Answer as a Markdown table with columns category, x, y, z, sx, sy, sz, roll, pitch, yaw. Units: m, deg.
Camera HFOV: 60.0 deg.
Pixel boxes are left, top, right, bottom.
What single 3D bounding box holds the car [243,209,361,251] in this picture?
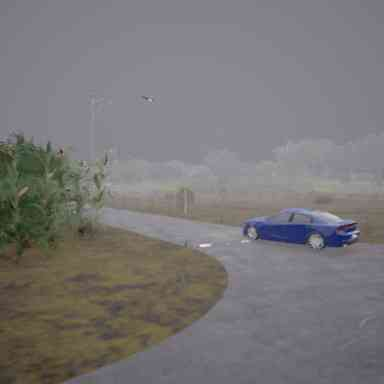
| category | x | y | z | sx | sy | sz | roll | pitch | yaw |
| --- | --- | --- | --- | --- | --- | --- | --- | --- | --- |
| car | 4.450 | 1.469 | 14.259 | 1.882 | 1.535 | 5.008 | -4 | 3 | -41 |
